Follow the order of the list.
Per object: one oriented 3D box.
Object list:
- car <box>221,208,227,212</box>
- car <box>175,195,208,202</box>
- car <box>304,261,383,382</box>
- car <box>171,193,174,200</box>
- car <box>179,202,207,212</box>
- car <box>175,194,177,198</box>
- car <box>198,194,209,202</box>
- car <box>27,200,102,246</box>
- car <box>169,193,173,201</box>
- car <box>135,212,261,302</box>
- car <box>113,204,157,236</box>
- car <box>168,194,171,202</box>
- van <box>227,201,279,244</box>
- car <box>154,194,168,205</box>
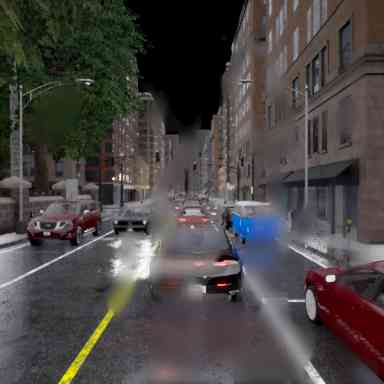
[{"bbox_3d":[2.850,1.557,21.217,1.947,1.339,4.313,0,0,0],"label":"car"},{"bbox_3d":[0.040,1.338,27.465,2.097,1.767,4.553,0,0,2],"label":"car"},{"bbox_3d":[2.854,1.544,4.236,1.887,1.381,4.507,0,0,0],"label":"car"},{"bbox_3d":[-5.692,1.492,75.555,1.887,1.381,4.507,0,0,0],"label":"car"},{"bbox_3d":[0.098,1.519,18.507,1.812,1.442,4.674,0,0,0],"label":"car"},{"bbox_3d":[-5.695,1.497,86.457,2.008,1.369,4.403,0,0,0],"label":"car"},{"bbox_3d":[2.833,1.387,75.594,1.967,1.590,4.097,0,0,0],"label":"car"},{"bbox_3d":[-5.674,1.310,15.514,2.192,1.841,5.009,0,0,0],"label":"car"},{"bbox_3d":[-5.690,1.493,70.105,1.887,1.381,4.507,0,0,0],"label":"car"},{"bbox_3d":[0.098,1.490,8.245,2.128,1.511,4.902,0,0,0],"label":"car"},{"bbox_3d":[-3.068,1.594,18.704,1.895,1.301,4.718,0,0,0],"label":"car"},{"bbox_3d":[-5.688,1.502,64.653,2.008,1.369,4.403,0,0,0],"label":"car"},{"bbox_3d":[2.851,1.336,15.557,1.690,1.788,3.998,0,0,0],"label":"van"},{"bbox_3d":[-5.687,1.480,59.033,1.752,1.417,4.829,0,0,0],"label":"car"}]
